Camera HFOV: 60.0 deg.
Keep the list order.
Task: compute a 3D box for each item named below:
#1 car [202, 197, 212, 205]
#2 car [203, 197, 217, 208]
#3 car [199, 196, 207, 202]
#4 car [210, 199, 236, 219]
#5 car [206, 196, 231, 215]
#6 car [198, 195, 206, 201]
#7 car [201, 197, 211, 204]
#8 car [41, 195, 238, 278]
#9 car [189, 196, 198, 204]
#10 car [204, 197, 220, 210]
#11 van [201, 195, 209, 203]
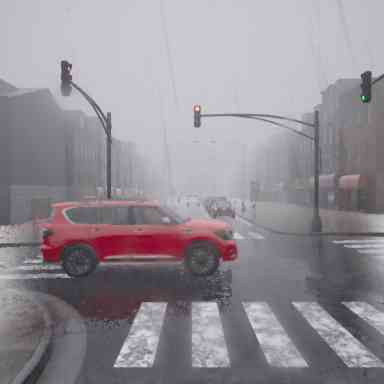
[{"bbox_3d":[2.754,1.647,62.234,1.752,1.417,4.829,-1,0,0],"label":"car"},{"bbox_3d":[2.731,1.525,51.260,1.967,1.590,4.097,-1,0,0],"label":"car"},{"bbox_3d":[2.797,1.792,83.673,1.802,1.307,4.206,-1,0,0],"label":"car"},{"bbox_3d":[2.688,1.470,29.651,1.967,1.590,4.097,-1,0,0],"label":"car"},{"bbox_3d":[2.698,1.356,35.053,2.192,1.841,5.009,-1,0,0],"label":"car"},{"bbox_3d":[2.817,1.702,94.479,1.967,1.590,4.097,-1,0,0],"label":"car"},{"bbox_3d":[2.765,1.668,67.636,1.752,1.417,4.829,-1,0,0],"label":"car"},{"bbox_3d":[-1.491,1.247,9.854,5.566,2.045,2.150,-1,0,0],"label":"car"},{"bbox_3d":[0.239,1.654,69.618,1.837,1.490,4.892,0,0,0],"label":"car"},{"bbox_3d":[2.721,1.509,45.857,1.967,1.590,4.097,-1,0,0],"label":"car"},{"bbox_3d":[2.773,1.504,72.870,1.690,1.788,3.998,-1,0,0],"label":"van"}]
